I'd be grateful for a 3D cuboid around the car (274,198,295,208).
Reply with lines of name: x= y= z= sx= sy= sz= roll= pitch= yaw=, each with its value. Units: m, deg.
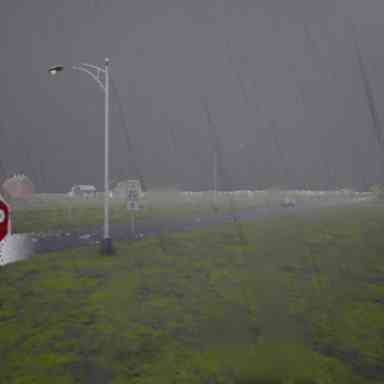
car: x=14.023 y=1.606 z=50.165 sx=2.033 sy=1.411 sz=5.357 roll=0 pitch=0 yaw=34
